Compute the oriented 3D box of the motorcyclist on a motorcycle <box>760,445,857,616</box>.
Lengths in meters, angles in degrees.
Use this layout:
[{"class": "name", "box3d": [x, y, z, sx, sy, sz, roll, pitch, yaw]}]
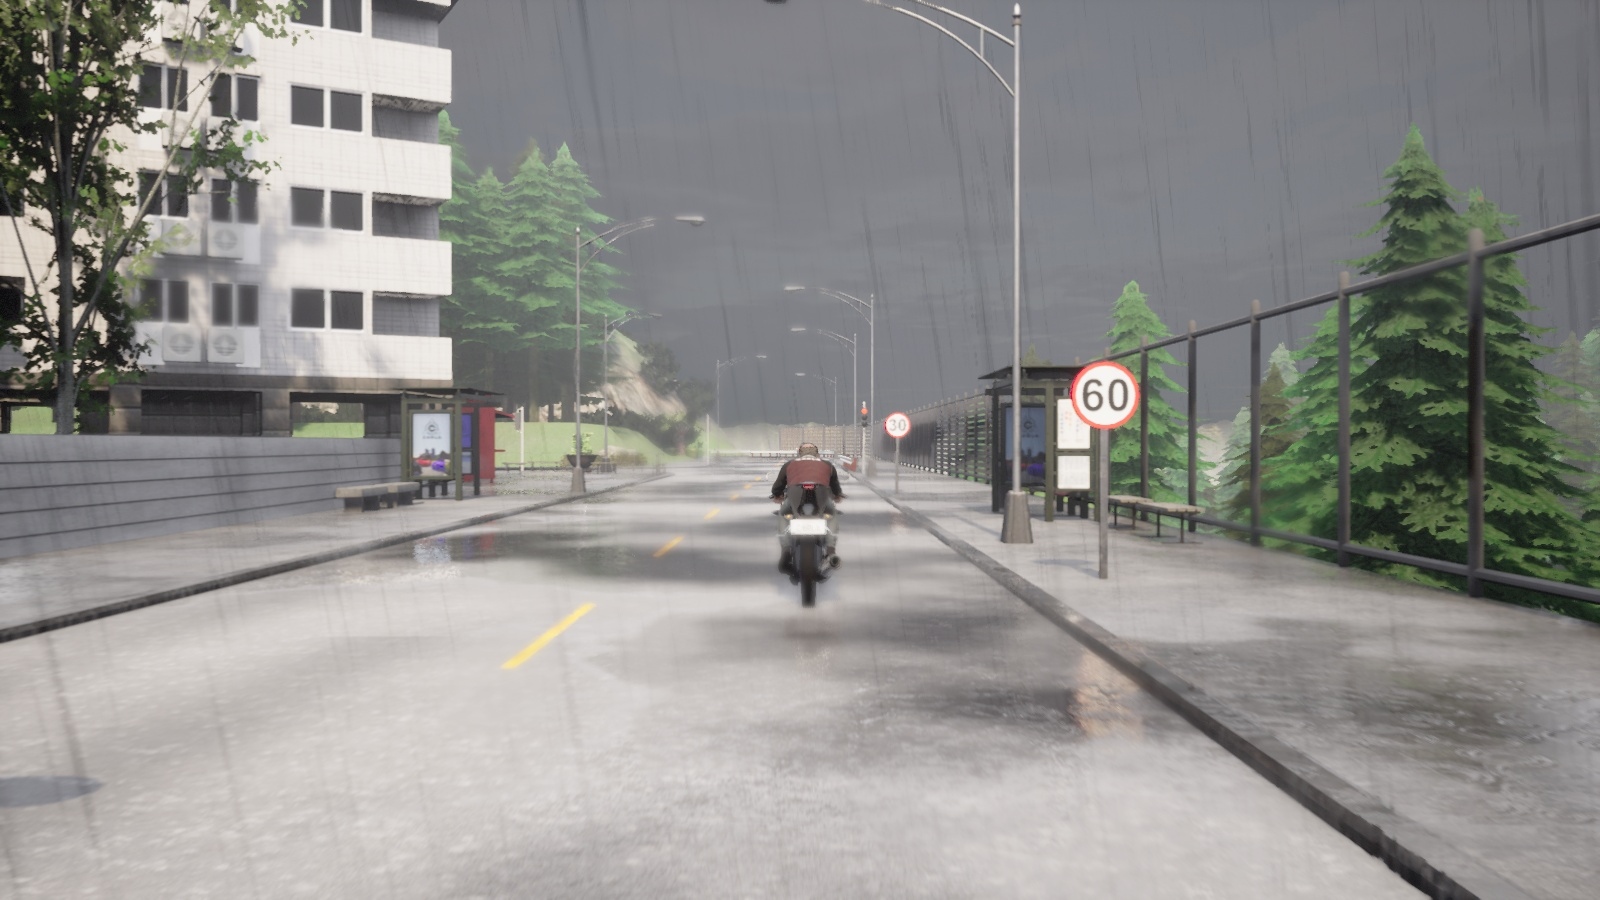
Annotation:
[{"class": "motorcyclist on a motorcycle", "box3d": [0.082, 0.712, 12.313, 0.866, 1.530, 2.191, 0, 0, 0]}]
